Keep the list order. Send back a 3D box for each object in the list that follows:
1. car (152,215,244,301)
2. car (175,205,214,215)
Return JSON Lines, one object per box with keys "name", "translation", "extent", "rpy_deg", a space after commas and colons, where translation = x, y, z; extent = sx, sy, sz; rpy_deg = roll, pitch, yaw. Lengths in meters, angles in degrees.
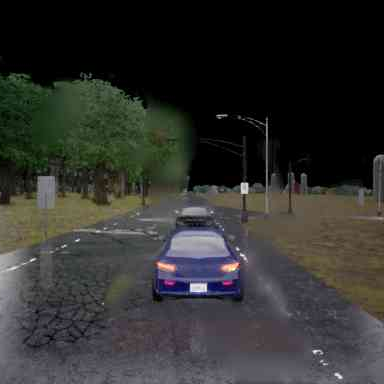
{"name": "car", "translation": [0.122, 1.516, 8.152], "extent": [1.812, 1.442, 4.674], "rpy_deg": [0, 0, 0]}
{"name": "car", "translation": [0.138, 1.432, 17.431], "extent": [1.882, 1.535, 5.008], "rpy_deg": [0, 0, 0]}
